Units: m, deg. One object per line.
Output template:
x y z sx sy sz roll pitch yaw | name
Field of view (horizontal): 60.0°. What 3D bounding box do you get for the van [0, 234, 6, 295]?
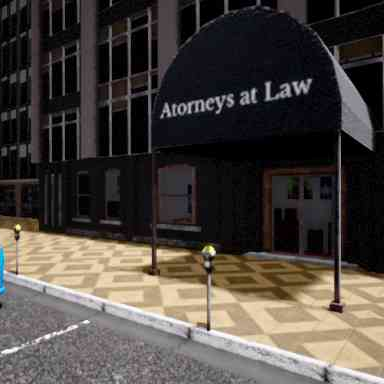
-5.467 1.340 6.796 3.998 1.788 1.690 0 0 36 | van
